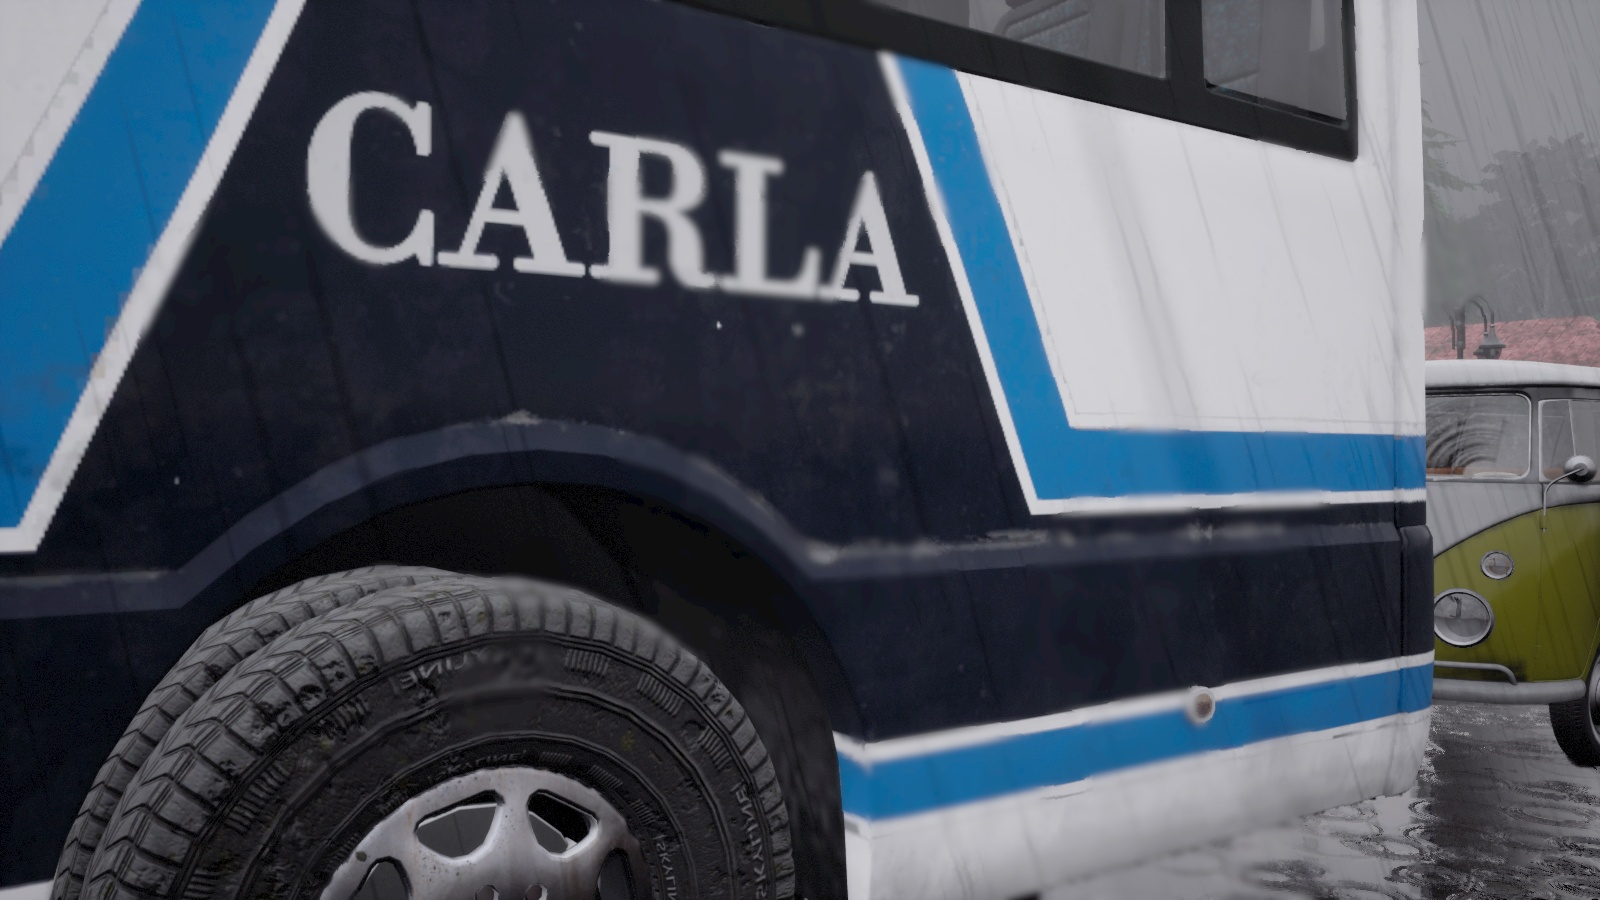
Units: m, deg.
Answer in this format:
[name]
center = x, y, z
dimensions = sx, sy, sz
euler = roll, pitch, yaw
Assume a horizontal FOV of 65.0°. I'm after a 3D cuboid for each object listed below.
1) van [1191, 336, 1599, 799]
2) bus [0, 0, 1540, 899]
[van]
center = 4.460, 0.506, 7.382
dimensions = 4.442, 1.987, 1.775
euler = 0, 0, -35
[bus]
center = -3.492, -0.620, 1.849
dimensions = 10.273, 4.253, 3.944
euler = 0, 0, -35
